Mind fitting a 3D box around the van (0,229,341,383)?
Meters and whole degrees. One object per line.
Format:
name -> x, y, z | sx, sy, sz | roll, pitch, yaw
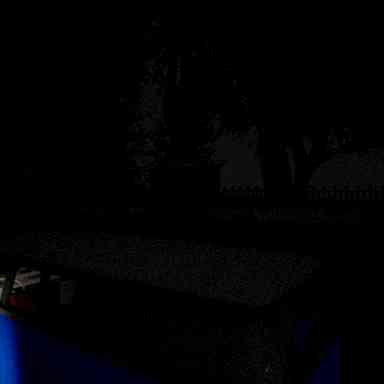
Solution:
van -> -0.690, 1.341, 3.203 | 3.998, 1.788, 1.690 | 0, 0, 35
